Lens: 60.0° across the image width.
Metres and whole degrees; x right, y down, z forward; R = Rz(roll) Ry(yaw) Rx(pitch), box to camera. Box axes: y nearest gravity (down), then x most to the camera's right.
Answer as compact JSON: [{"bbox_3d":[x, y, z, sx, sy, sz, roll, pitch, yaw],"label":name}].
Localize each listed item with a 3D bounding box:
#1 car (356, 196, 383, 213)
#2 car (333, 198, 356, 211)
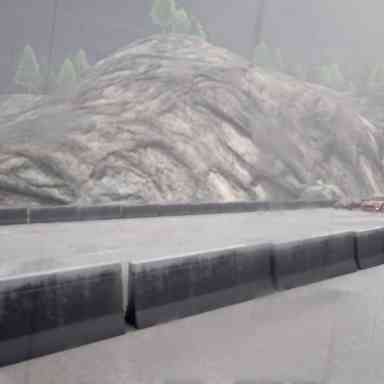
[{"bbox_3d":[19.958,1.212,35.383,4.553,1.767,2.097,0,0,-35],"label":"car"},{"bbox_3d":[18.197,1.384,38.425,4.674,1.442,1.812,0,0,-35],"label":"car"}]
